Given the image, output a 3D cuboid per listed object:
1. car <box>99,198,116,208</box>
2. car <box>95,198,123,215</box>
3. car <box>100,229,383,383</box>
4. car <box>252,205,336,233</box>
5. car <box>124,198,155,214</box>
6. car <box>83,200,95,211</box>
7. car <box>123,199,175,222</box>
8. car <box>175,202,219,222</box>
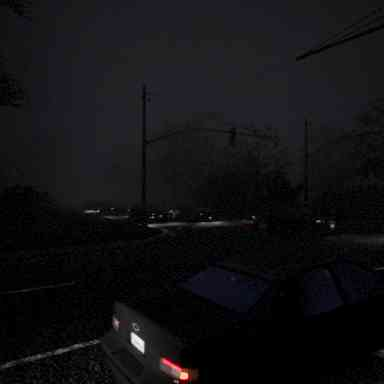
[{"bbox_3d":[-13.056,1.699,51.185,1.812,1.442,4.674,0,0,-25],"label":"car"},{"bbox_3d":[-8.177,1.518,34.288,1.882,1.535,5.008,0,0,-29],"label":"car"},{"bbox_3d":[1.517,1.553,4.766,5.357,1.411,2.033,0,0,-35],"label":"car"},{"bbox_3d":[5.730,1.512,19.108,2.128,1.511,4.902,0,0,-39],"label":"car"},{"bbox_3d":[-6.043,1.533,37.625,1.882,1.535,5.008,0,0,-28],"label":"car"},{"bbox_3d":[-12.864,1.665,43.040,1.994,1.385,4.181,0,0,-27],"label":"car"},{"bbox_3d":[-3.511,1.519,26.238,1.837,1.490,4.892,0,0,-31],"label":"car"},{"bbox_3d":[-0.006,1.566,27.199,2.033,1.411,5.357,0,0,-31],"label":"car"}]
